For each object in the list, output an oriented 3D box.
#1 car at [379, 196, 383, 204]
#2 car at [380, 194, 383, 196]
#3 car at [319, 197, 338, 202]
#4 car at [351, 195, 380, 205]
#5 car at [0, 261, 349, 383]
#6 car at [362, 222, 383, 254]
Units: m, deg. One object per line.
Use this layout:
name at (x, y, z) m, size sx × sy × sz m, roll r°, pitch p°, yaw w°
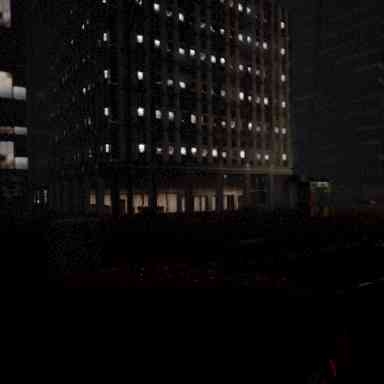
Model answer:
car at (36.559, 1.794, 59.430) m, size 1.947 × 1.339 × 4.313 m, roll -2°, pitch 1°, yaw -41°
car at (39.253, 1.404, 69.133) m, size 2.192 × 1.841 × 5.009 m, roll -2°, pitch 1°, yaw -41°
car at (31.876, 1.718, 77.692) m, size 1.947 × 1.339 × 4.313 m, roll -2°, pitch 1°, yaw -41°
car at (32.871, 1.701, 63.699) m, size 1.967 × 1.590 × 4.097 m, roll -2°, pitch 1°, yaw -41°
car at (-0.637, 1.478, 2.923) m, size 5.008 × 1.535 × 1.882 m, roll 0°, pitch 0°, yaw -35°
car at (8.006, 1.551, 12.289) m, size 4.403 × 1.369 × 2.008 m, roll 0°, pitch -1°, yaw -35°
